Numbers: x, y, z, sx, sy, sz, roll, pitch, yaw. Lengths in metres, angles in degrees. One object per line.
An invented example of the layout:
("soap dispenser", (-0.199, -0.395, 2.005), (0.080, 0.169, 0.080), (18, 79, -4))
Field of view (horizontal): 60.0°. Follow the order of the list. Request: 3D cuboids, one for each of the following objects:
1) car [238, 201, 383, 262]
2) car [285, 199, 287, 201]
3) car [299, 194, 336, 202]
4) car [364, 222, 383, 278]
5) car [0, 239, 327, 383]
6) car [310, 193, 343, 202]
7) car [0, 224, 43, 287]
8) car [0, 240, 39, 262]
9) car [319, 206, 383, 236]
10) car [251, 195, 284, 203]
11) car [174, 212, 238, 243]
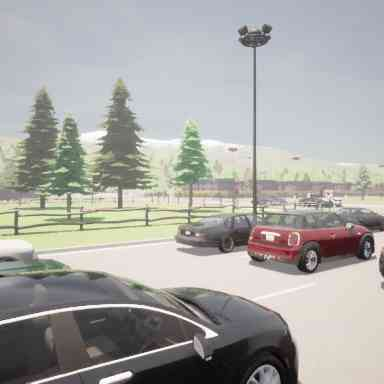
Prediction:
("car", (3.996, 1.352, 10.882), (4.553, 1.767, 2.097), (0, 0, -35))
("car", (14.580, 1.352, 58.561), (2.097, 1.767, 4.553), (0, 0, -35))
("car", (17.687, 1.505, 48.011), (1.837, 1.490, 4.892), (0, 0, -35))
("car", (6.482, 1.526, 8.356), (4.674, 1.442, 1.812), (0, 0, -35))
("car", (-1.066, 1.505, 2.985), (4.892, 1.490, 1.837), (0, 0, -35))
("car", (20.086, 1.221, 50.693), (2.150, 2.045, 5.566), (0, 0, -35))
("car", (-6.268, 1.601, 7.877), (4.718, 1.301, 1.895), (0, 0, -35))
("car", (-4.169, 1.601, 5.072), (4.718, 1.301, 1.895), (0, 0, -35))
("car", (9.414, 1.564, 19.030), (4.181, 1.385, 1.994), (0, 0, -35))
("car", (12.287, 1.547, 55.723), (2.033, 1.411, 5.357), (0, 0, -35))
("car", (1.890, 1.547, 13.678), (5.357, 1.411, 2.033), (0, 0, -35))
